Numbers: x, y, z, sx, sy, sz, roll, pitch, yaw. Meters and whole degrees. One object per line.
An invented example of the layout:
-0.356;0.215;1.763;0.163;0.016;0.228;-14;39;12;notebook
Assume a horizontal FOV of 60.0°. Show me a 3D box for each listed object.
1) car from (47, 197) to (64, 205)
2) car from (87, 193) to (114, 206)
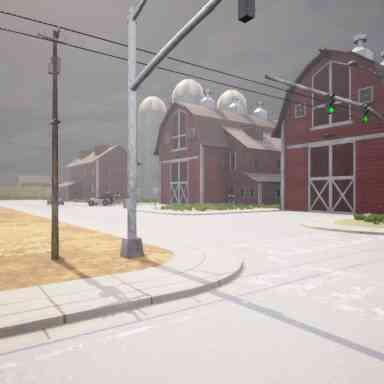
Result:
-23.266;1.537;56.583;1.994;1.385;4.181;0;0;-36;car
-13.797;1.118;50.595;3.866;1.878;1.905;-2;5;11;car
